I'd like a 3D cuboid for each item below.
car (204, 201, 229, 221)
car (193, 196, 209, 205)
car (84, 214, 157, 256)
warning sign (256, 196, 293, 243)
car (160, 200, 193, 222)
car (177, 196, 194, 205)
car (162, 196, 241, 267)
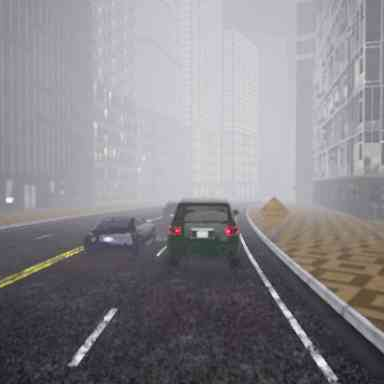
[{"bbox_3d":[2.130,1.523,28.078,1.812,1.442,4.674,0,0,8],"label":"car"},{"bbox_3d":[1.657,1.535,59.168,1.812,1.442,4.674,0,0,16],"label":"car"},{"bbox_3d":[-2.649,1.555,13.152,1.994,1.385,4.181,0,0,4],"label":"car"},{"bbox_3d":[3.449,1.115,14.015,1.300,1.860,1.060,1,1,4],"label":"warning sign"},{"bbox_3d":[-1.202,1.495,27.750,1.837,1.490,4.892,0,0,8],"label":"car"},{"bbox_3d":[-1.207,1.520,60.998,1.812,1.442,4.674,0,0,16],"label":"car"},{"bbox_3d":[0.480,1.219,11.618,2.150,2.045,5.566,0,0,4],"label":"car"}]
